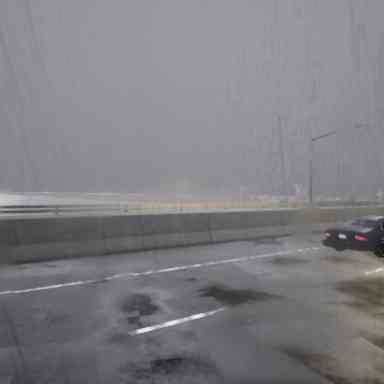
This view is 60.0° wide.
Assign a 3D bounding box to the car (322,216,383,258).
[{"bbox_3d":[7.494,1.681,13.462,5.357,1.411,2.033,1,0,-35],"label":"car"}]
